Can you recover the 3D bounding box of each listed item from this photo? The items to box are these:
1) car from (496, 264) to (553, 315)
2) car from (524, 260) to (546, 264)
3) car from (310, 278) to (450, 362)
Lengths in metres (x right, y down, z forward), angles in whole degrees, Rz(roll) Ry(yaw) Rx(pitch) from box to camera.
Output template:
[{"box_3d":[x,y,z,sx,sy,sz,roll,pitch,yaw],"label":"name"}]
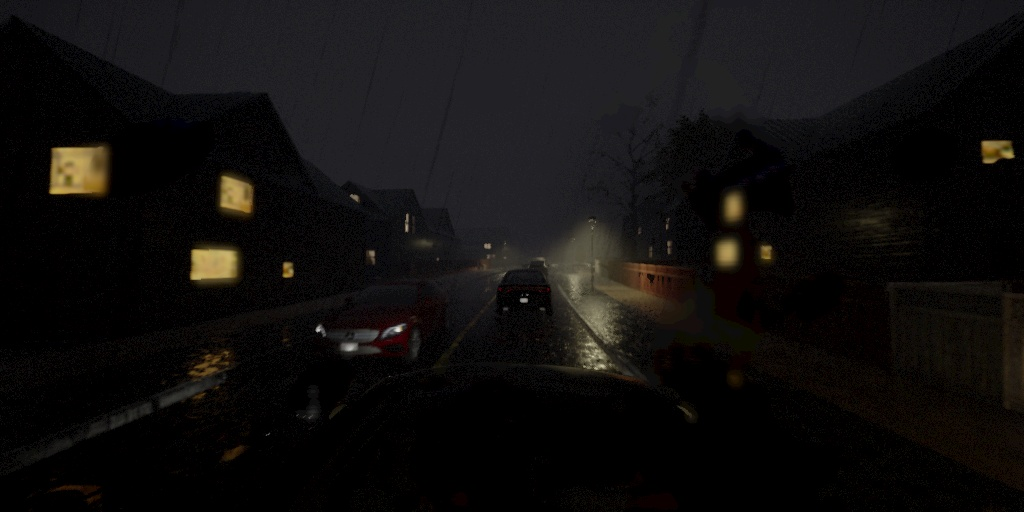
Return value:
[{"box_3d":[0.503,1.228,13.677,1.882,1.535,5.008,0,0,3],"label":"car"},{"box_3d":[2.508,1.222,34.263,1.837,1.490,4.892,0,0,8],"label":"car"},{"box_3d":[-2.676,1.276,8.383,1.812,1.442,4.674,0,0,2],"label":"car"}]
